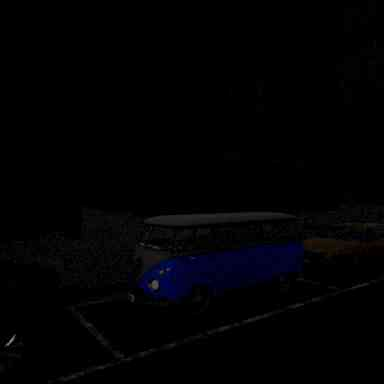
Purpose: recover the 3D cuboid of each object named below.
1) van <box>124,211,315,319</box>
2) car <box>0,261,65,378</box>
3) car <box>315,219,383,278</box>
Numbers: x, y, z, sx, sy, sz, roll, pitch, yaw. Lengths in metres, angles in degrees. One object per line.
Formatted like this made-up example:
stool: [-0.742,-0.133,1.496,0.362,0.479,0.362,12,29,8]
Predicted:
van: [0.628,1.341,7.100,3.998,1.788,1.690,0,0,-35]
car: [-3.799,1.566,3.942,4.313,1.339,1.947,0,0,-35]
car: [4.917,1.526,10.158,4.829,1.417,1.752,0,0,-35]
